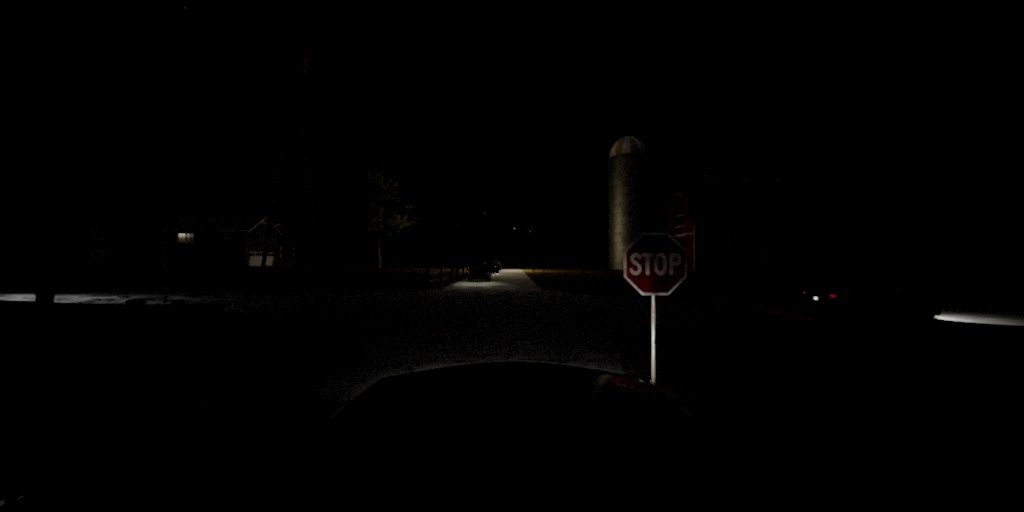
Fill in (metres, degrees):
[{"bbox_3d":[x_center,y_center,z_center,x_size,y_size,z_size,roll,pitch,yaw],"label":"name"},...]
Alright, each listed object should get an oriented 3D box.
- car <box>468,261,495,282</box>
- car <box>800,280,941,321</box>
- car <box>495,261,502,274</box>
[{"bbox_3d":[-2.877,1.480,32.749,1.882,1.535,5.008,0,-1,0],"label":"car"},{"bbox_3d":[13.913,1.667,14.065,4.181,1.385,1.994,1,-1,0],"label":"car"},{"bbox_3d":[-2.886,1.547,49.729,2.097,1.767,4.553,0,-1,0],"label":"car"}]
